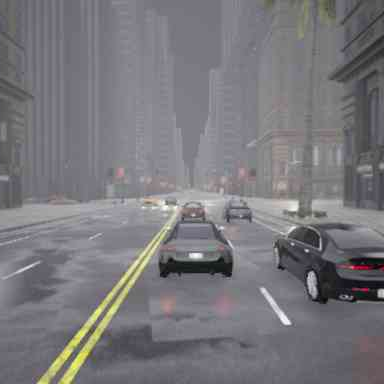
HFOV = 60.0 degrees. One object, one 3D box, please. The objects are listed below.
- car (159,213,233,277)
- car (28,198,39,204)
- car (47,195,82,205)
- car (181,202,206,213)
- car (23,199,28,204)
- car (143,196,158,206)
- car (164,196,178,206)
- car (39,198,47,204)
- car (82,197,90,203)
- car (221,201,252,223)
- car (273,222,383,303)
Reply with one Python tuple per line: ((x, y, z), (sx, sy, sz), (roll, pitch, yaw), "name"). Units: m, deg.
((0.102, 1.554, 10.269), (1.994, 1.385, 4.181), (0, 0, 0), "car")
((-34.140, 1.886, 70.704), (4.206, 1.307, 1.802), (-1, 1, 0), "car")
((-23.828, 1.741, 62.139), (4.829, 1.417, 1.752), (-1, 1, 0), "car")
((0.104, 1.491, 26.426), (1.812, 1.442, 4.674), (0, 0, 0), "car")
((-33.769, 1.902, 62.164), (4.403, 1.369, 2.008), (-1, 1, 0), "car")
((-6.508, 1.394, 52.011), (1.882, 1.535, 5.008), (0, 0, 0), "car")
((-3.252, 1.423, 52.580), (1.837, 1.490, 4.892), (0, 0, 0), "car")
((-29.057, 1.550, 70.681), (5.009, 1.841, 2.192), (-1, 1, 0), "car")
((-23.966, 1.711, 70.667), (4.507, 1.381, 1.887), (-1, 1, 0), "car")
((3.356, 1.459, 25.331), (2.128, 1.511, 4.902), (0, 0, 0), "car")
((3.350, 1.497, 8.139), (1.837, 1.490, 4.892), (0, 0, 0), "car")
